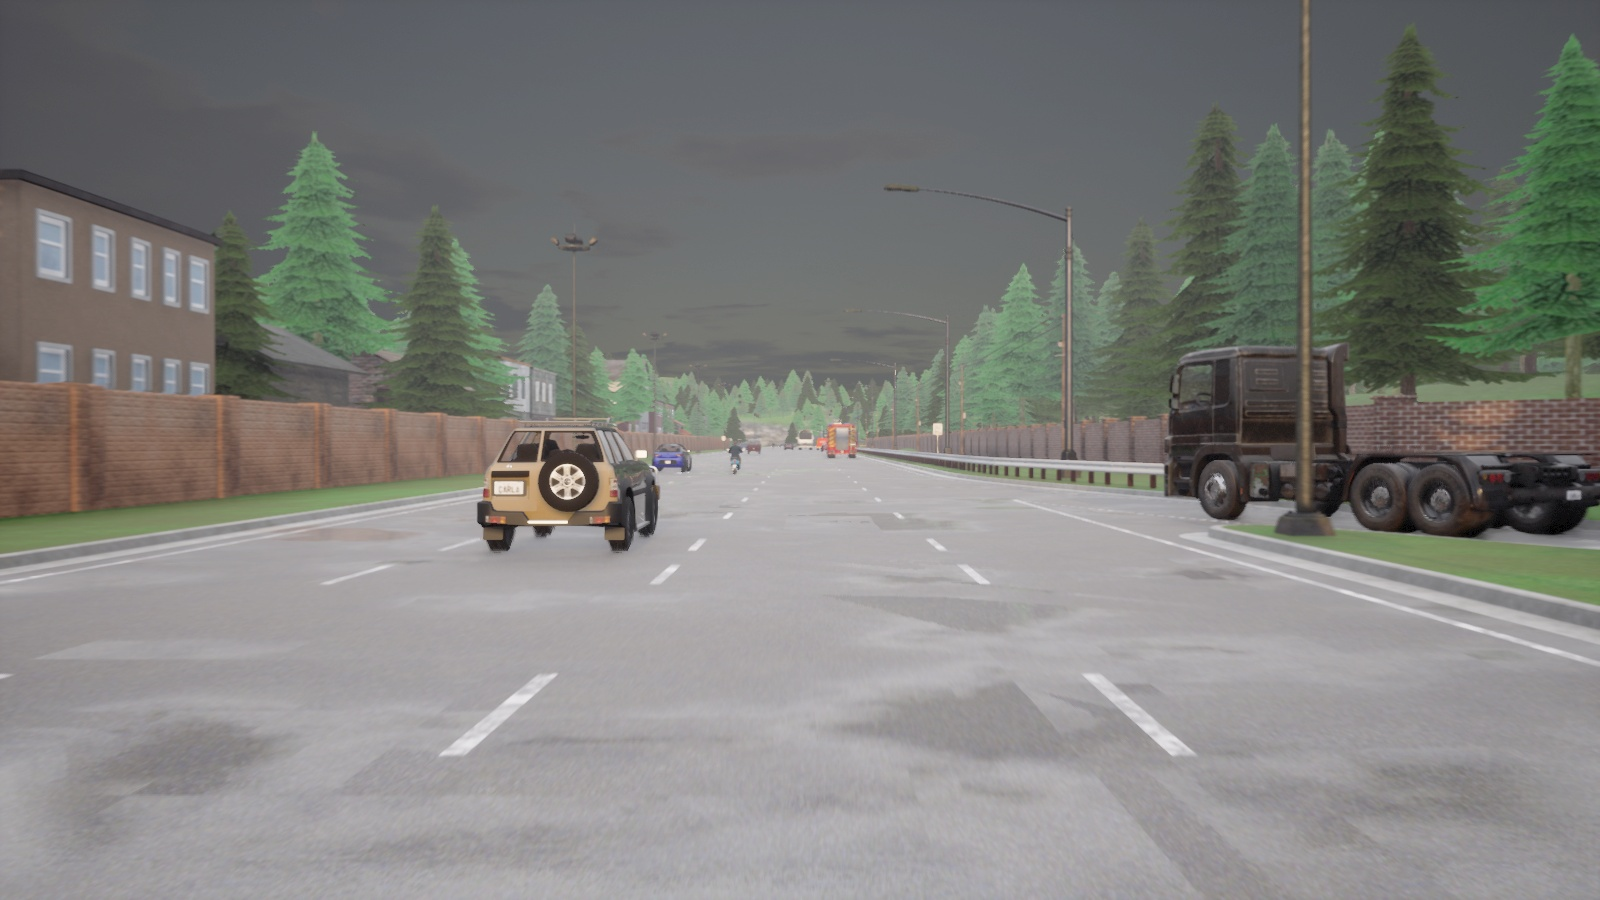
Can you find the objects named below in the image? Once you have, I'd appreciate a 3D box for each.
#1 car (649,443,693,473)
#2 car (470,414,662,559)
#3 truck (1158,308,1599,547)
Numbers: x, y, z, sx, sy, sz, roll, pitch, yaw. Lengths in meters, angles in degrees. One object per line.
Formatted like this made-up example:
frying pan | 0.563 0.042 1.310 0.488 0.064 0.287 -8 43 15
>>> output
car | -6.608 0.392 64.690 1.816 1.474 4.193 0 0 0
car | -3.251 0.457 18.383 1.932 1.855 4.605 0 0 0
truck | 10.120 -0.349 22.410 2.891 3.462 7.936 0 0 -22
